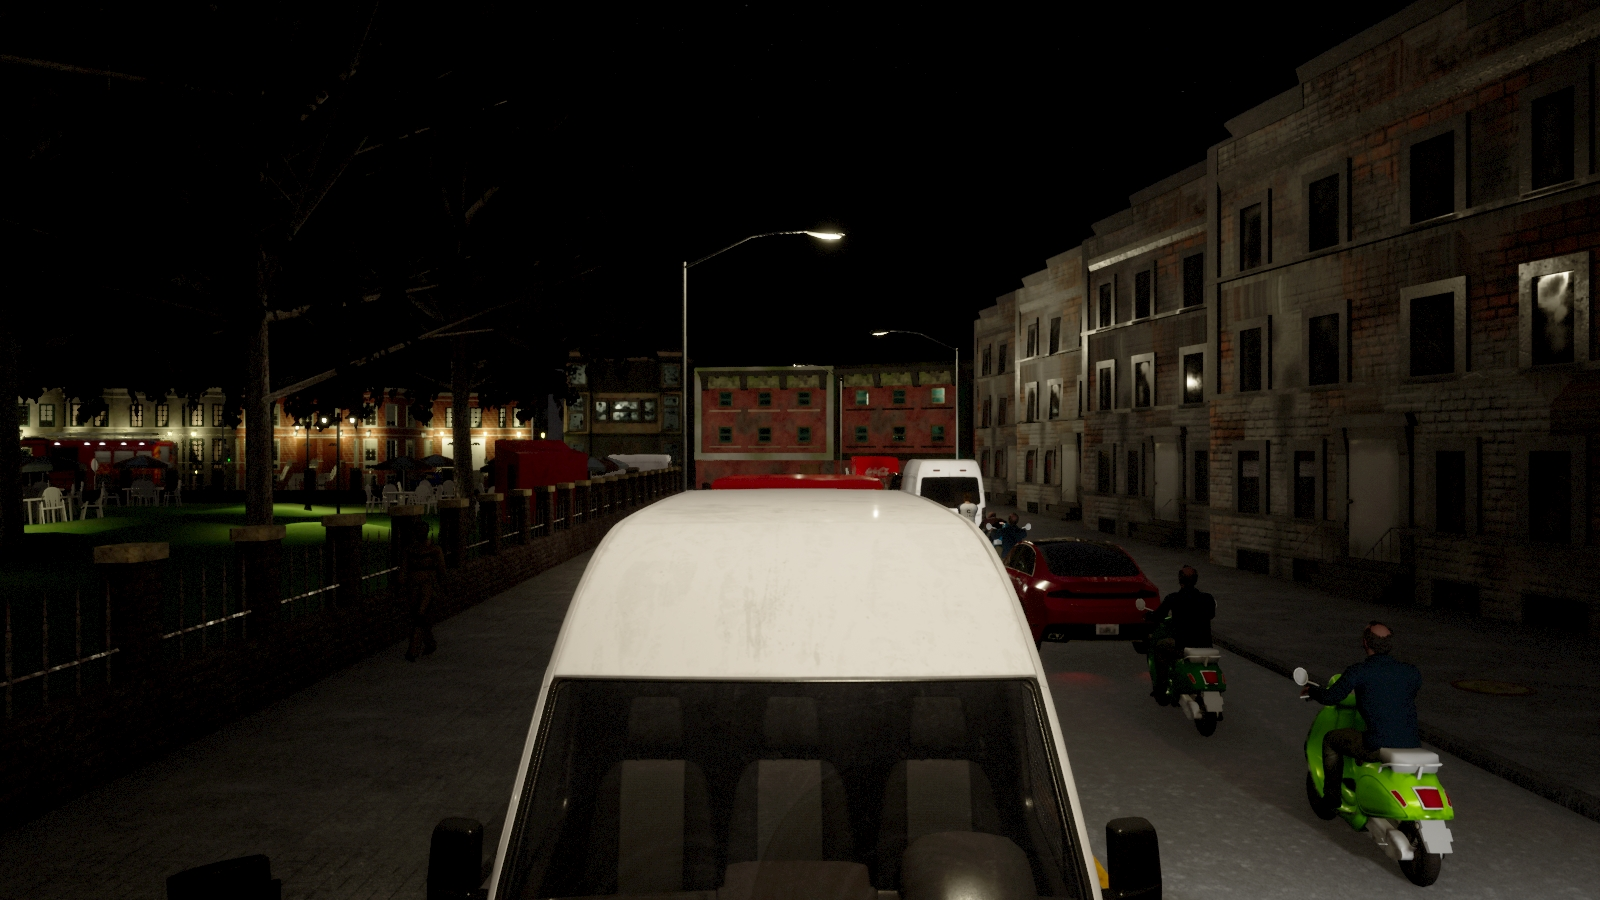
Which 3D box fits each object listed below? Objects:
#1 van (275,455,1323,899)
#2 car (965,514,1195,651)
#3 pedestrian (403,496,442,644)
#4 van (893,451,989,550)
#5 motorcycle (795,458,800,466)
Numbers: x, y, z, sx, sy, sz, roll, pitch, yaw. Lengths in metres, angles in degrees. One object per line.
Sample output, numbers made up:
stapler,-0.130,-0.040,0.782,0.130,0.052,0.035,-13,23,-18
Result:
van,-0.006,1.314,5.127,1.988,2.561,5.915,0,0,0
car,3.953,1.841,17.118,2.231,1.480,4.892,0,0,0
pedestrian,-4.842,1.525,14.660,0.375,1.860,0.375,0,0,0
van,3.906,1.314,32.634,1.988,2.561,5.915,0,0,0
motorcycle,-0.384,1.962,183.190,0.856,1.236,1.805,0,0,0
